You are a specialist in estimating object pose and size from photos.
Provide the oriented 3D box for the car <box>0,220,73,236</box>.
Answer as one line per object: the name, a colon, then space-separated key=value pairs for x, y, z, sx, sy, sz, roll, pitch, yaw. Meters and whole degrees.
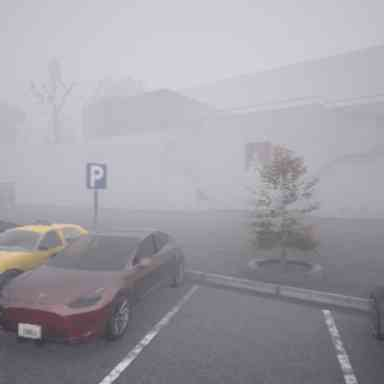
car: x=-4.054 y=1.517 z=8.480 sx=1.946 sy=1.575 sz=5.366 roll=0 pitch=-1 yaw=15

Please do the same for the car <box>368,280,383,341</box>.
car: x=3.276 y=1.525 z=3.457 sx=2.002 sy=1.452 sz=4.674 roll=0 pitch=-1 yaw=15

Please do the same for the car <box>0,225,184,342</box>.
car: x=-1.587 y=1.545 z=6.897 sx=2.163 sy=1.488 sz=4.792 roll=0 pitch=-1 yaw=16
